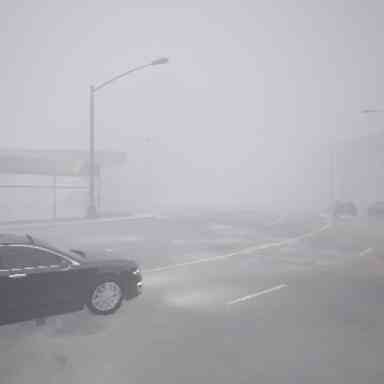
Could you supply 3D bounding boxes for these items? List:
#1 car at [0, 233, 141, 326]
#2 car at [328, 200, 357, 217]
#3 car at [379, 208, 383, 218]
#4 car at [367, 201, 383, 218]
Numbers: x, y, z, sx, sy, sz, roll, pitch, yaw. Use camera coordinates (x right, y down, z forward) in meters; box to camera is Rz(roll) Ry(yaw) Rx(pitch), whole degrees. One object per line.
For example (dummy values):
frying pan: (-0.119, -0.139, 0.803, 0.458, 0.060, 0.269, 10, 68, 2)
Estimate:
car: (-3.267, 1.505, 5.869, 4.892, 1.490, 1.837, 0, 1, -36)
car: (13.867, 1.491, 30.889, 2.128, 1.511, 4.902, 0, 0, 14)
car: (8.890, 1.456, 12.994, 1.801, 1.575, 5.366, 0, 0, 38)
car: (17.196, 1.526, 29.788, 1.812, 1.442, 4.674, 0, 0, 15)
